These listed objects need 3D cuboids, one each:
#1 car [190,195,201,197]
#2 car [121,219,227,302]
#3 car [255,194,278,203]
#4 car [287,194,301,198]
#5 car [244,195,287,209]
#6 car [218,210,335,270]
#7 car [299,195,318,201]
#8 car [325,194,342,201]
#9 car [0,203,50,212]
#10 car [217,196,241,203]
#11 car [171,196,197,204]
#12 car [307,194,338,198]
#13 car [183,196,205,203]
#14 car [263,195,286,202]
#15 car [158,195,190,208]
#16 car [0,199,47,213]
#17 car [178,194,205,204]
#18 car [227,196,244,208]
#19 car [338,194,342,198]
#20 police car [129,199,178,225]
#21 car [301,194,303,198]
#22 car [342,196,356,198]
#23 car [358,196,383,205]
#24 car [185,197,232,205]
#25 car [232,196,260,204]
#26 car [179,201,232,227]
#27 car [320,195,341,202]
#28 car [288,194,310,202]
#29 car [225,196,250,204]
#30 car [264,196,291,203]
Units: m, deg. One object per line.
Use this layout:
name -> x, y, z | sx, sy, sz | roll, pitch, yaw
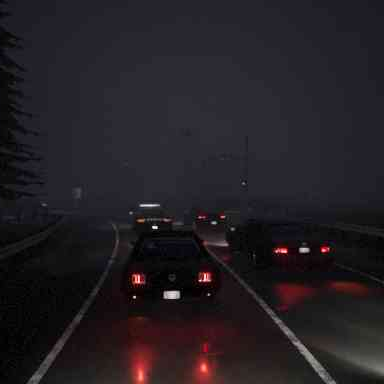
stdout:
car -> 0.497, 1.564, 59.139 | 4.181, 1.385, 1.994 | 0, 0, -21
car -> -0.601, 1.601, 8.312 | 1.895, 1.301, 4.718 | 0, 0, -6
car -> 16.221, 1.355, 72.422 | 4.553, 1.767, 2.097 | 0, 0, -21
car -> 18.669, 1.525, 65.886 | 4.674, 1.442, 1.812 | 0, 0, -20
car -> 9.615, 1.525, 43.662 | 4.674, 1.442, 1.812 | 0, 0, -21
car -> 2.542, 1.547, 11.065 | 2.033, 1.411, 5.357 | 0, 0, -8
car -> 28.406, 1.552, 81.251 | 4.181, 1.385, 1.994 | 0, 0, -27
car -> 37.004, 1.325, 86.797 | 4.553, 1.767, 2.097 | 0, 0, -35
car -> -16.895, 1.357, 33.699 | 4.553, 1.767, 2.097 | 0, 0, -21
car -> 7.797, 1.524, 69.257 | 4.674, 1.442, 1.812 | 0, 0, -21
car -> -1.583, 1.491, 65.810 | 4.902, 1.511, 2.128 | 0, 0, -20
car -> 27.118, 1.478, 69.089 | 5.008, 1.535, 1.882 | 0, 0, -21
car -> 0.331, 1.552, 70.190 | 4.181, 1.385, 1.994 | 0, 0, -21
car -> 19.140, 1.500, 77.259 | 4.892, 1.490, 1.837 | 0, 0, -21
car -> -3.356, 1.493, 46.264 | 4.902, 1.511, 2.128 | 0, 0, -21
car -> -18.749, 1.509, 36.740 | 4.892, 1.490, 1.837 | 0, 0, -21
car -> -0.060, 1.352, 62.669 | 4.553, 1.767, 2.097 | 0, 0, -22
car -> 4.691, 1.547, 45.549 | 5.357, 1.411, 2.033 | 0, 0, -21
car -> 36.141, 1.540, 77.654 | 5.357, 1.411, 2.033 | 0, 0, -31
police car -> -2.267, 1.425, 17.776 | 1.930, 1.638, 5.238 | 0, 0, -13
car -> 26.909, 1.540, 72.779 | 5.357, 1.411, 2.033 | 0, 0, -23
car -> 36.425, 1.540, 73.694 | 5.357, 1.411, 2.033 | 0, 0, -31
car -> 32.848, 1.547, 60.007 | 5.357, 1.411, 2.033 | 0, 0, -24
car -> 1.860, 1.566, 37.008 | 4.181, 1.385, 1.994 | 0, 0, -21
car -> 10.142, 1.505, 62.743 | 4.892, 1.490, 1.837 | 0, 0, -20
car -> 0.678, 1.526, 20.467 | 1.812, 1.442, 4.674 | 0, 0, -13
car -> 33.397, 1.525, 80.048 | 4.902, 1.511, 2.128 | 0, 0, -31
car -> 24.278, 1.355, 75.501 | 4.553, 1.767, 2.097 | 0, 0, -21
car -> 8.974, 1.525, 66.013 | 4.674, 1.442, 1.812 | 0, 0, -20
car -> 17.804, 1.540, 69.278 | 5.357, 1.411, 2.033 | 0, 0, -21
